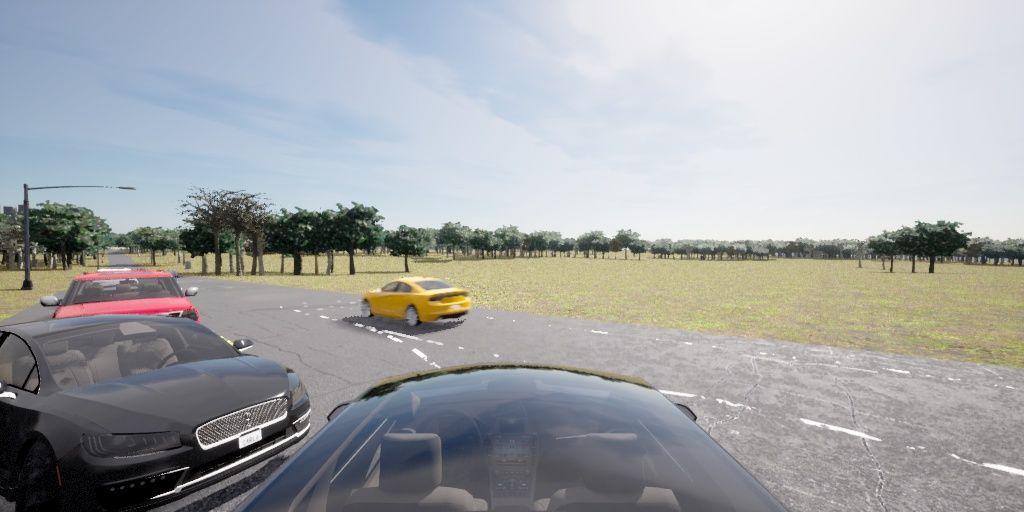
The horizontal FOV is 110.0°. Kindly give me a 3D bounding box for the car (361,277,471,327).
[{"bbox_3d":[-3.628,1.519,13.000,5.008,1.535,1.882,-2,0,42],"label":"car"}]

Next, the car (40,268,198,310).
[{"bbox_3d":[-9.365,1.386,8.721,5.566,2.045,2.150,-2,0,42],"label":"car"}]

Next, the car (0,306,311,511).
[{"bbox_3d":[-4.513,1.445,4.013,4.892,1.490,1.837,-3,-3,22],"label":"car"}]

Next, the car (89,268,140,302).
[{"bbox_3d":[-27.746,1.891,25.038,5.566,2.045,2.150,-2,0,42],"label":"car"}]
